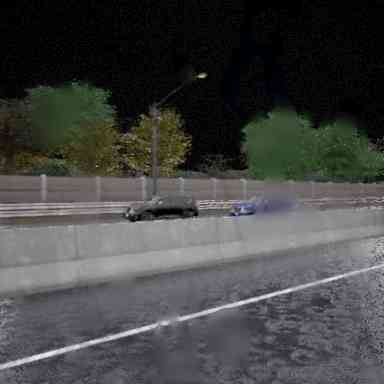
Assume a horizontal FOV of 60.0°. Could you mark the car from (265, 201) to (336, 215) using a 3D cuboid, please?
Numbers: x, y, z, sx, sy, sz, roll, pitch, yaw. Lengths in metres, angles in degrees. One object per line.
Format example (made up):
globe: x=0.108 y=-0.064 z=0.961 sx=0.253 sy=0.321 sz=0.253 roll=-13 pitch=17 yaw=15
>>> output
car: x=7.668 y=1.548 z=22.242 sx=5.357 sy=1.411 sz=2.033 roll=0 pitch=0 yaw=-36

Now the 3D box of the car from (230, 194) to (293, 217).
car: x=5.382 y=1.209 z=24.914 sx=5.566 sy=2.045 sz=2.150 roll=0 pitch=0 yaw=-35

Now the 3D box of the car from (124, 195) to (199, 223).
car: x=-2.086 y=1.223 z=23.957 sx=5.566 sy=2.045 sz=2.150 roll=0 pitch=0 yaw=-35
